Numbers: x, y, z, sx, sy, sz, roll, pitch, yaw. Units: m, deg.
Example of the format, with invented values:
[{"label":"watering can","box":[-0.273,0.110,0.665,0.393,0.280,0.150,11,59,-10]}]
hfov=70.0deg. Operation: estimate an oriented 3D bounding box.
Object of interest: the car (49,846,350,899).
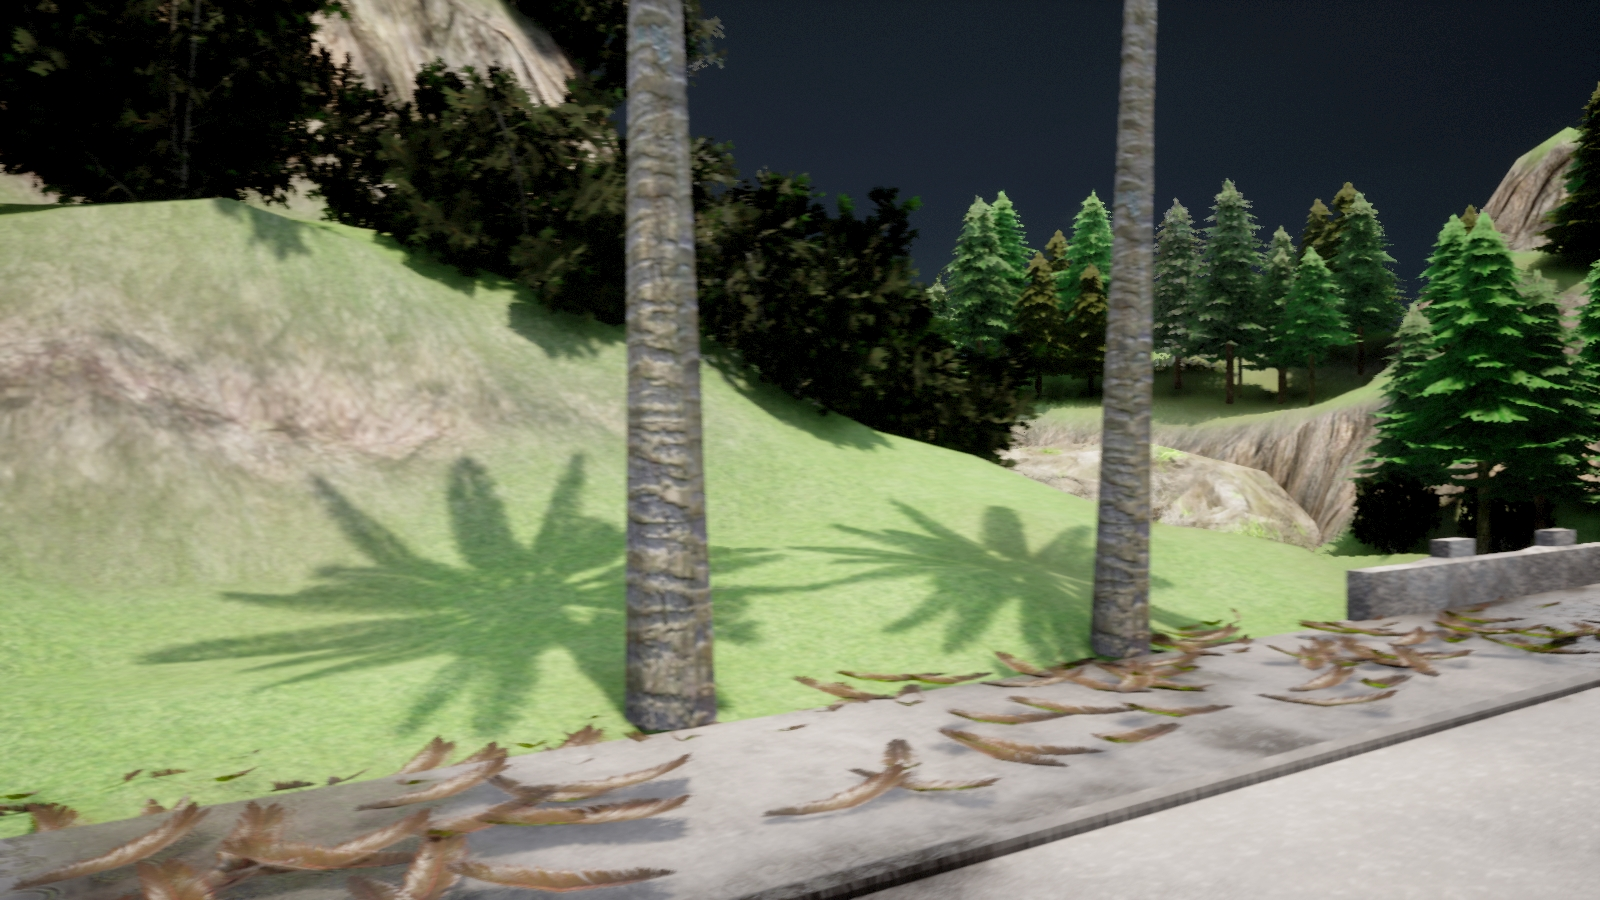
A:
[{"label":"car","box":[-2.219,2.125,2.842,2.207,1.376,1.481,-2,1,-35]}]
